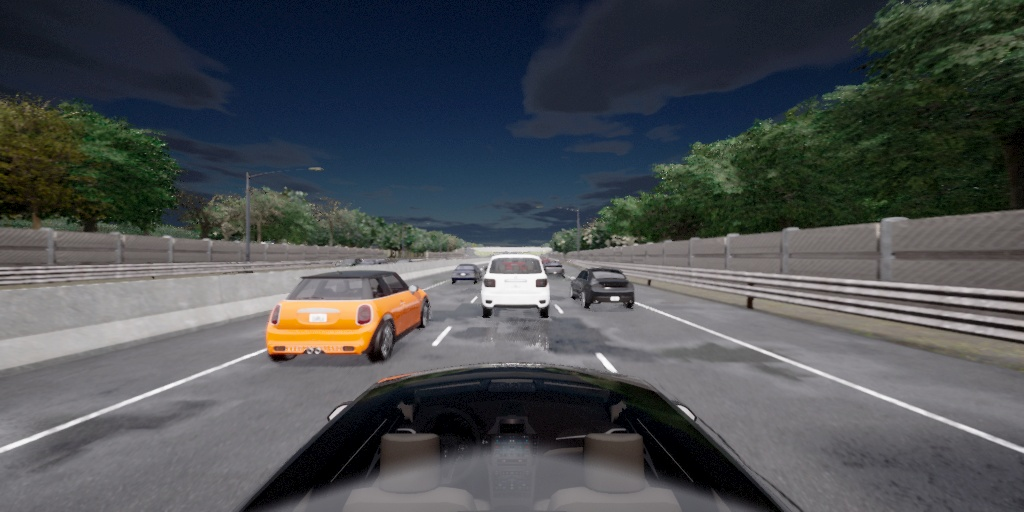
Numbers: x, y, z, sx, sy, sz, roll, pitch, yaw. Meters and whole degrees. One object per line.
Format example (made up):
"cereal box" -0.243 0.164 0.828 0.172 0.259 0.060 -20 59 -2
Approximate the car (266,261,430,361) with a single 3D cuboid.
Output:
"car" -3.392 1.101 8.405 2.097 1.767 4.553 0 0 0

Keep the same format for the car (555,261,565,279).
"car" 3.708 1.241 33.171 2.128 1.511 4.902 0 0 0

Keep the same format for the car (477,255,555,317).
"car" 0.117 0.970 13.268 2.150 2.045 5.566 0 0 0

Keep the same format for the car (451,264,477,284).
"car" -3.330 1.296 26.993 2.033 1.411 5.357 0 0 0

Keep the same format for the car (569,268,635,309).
"car" 3.622 1.254 15.026 1.837 1.490 4.892 0 0 0

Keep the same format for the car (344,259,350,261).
"car" -20.866 1.102 46.427 2.097 1.767 4.553 0 0 1

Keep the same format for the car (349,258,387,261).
"car" -17.395 1.241 43.806 2.128 1.511 4.902 0 0 1
